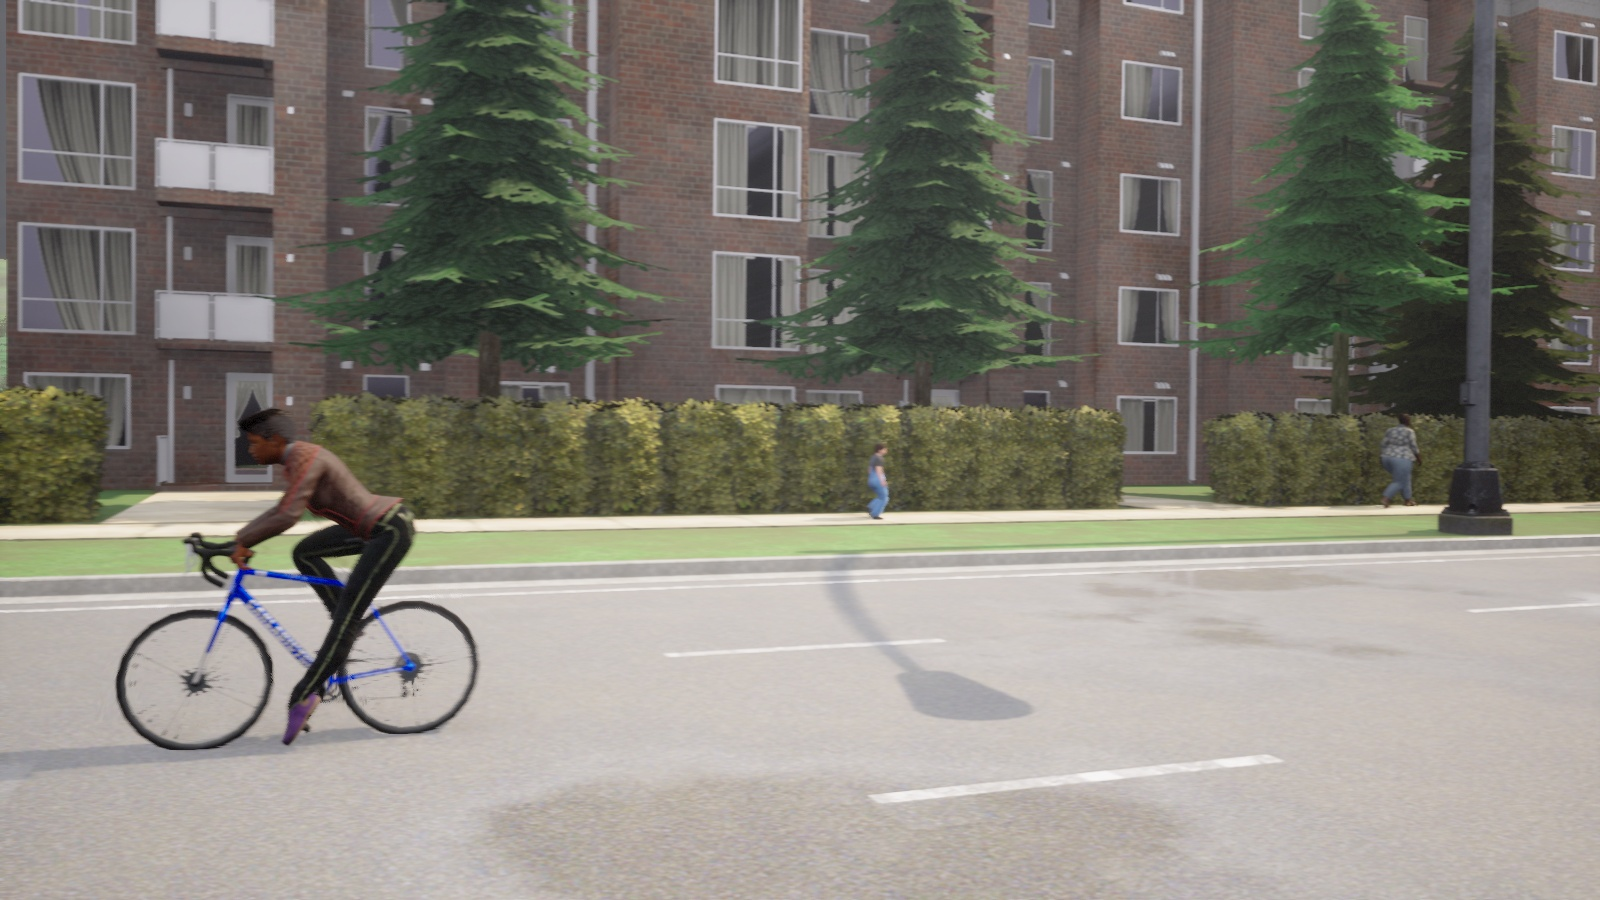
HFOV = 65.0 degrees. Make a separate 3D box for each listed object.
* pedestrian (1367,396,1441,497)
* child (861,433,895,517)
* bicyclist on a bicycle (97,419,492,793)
[{"bbox_3d":[11.386,-0.082,23.682,0.900,1.855,0.874,-1,1,-21],"label":"pedestrian"},{"bbox_3d":[1.188,0.381,19.222,0.437,1.263,0.270,-1,1,-21],"label":"child"},{"bbox_3d":[-2.391,0.678,6.075,1.656,1.620,0.582,-1,1,-21],"label":"bicyclist on a bicycle"}]
